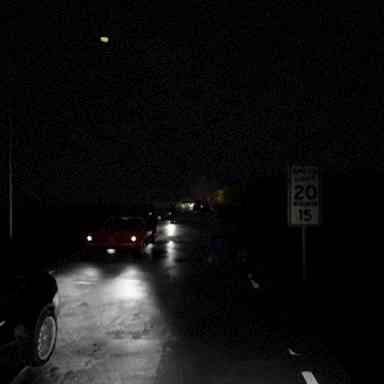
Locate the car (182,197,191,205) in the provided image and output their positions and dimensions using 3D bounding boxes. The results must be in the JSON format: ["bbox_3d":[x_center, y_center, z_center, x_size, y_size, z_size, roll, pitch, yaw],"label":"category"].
[{"bbox_3d":[-0.936,1.831,66.923,1.812,1.442,4.674,0,-1,2],"label":"car"}]

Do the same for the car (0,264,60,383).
[{"bbox_3d":[-2.808,1.521,3.086,1.812,1.442,4.674,0,0,1],"label":"car"}]

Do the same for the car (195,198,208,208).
[{"bbox_3d":[1.469,1.624,50.740,1.882,1.535,5.008,0,-1,2],"label":"car"}]

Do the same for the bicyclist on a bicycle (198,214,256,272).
[{"bbox_3d":[0.979,1.446,9.303,1.656,1.620,0.582,0,0,2],"label":"bicyclist on a bicycle"}]

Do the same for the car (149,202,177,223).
[{"bbox_3d":[-2.187,1.512,25.371,1.812,1.442,4.674,0,0,2],"label":"car"}]

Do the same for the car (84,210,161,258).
[{"bbox_3d":[-2.552,1.585,12.927,1.895,1.301,4.718,0,0,2],"label":"car"}]

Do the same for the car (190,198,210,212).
[{"bbox_3d":[1.140,1.612,39.239,1.994,1.385,4.181,0,0,1],"label":"car"}]
